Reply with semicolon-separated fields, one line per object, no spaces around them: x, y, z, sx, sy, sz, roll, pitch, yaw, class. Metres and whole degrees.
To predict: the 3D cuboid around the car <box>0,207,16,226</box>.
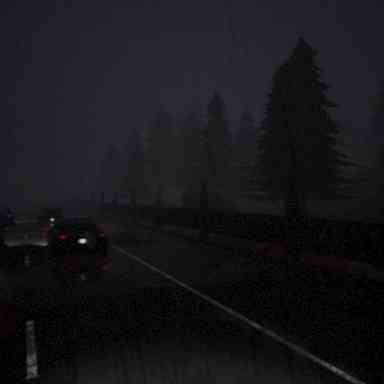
-14.568;1.849;25.319;1.994;1.385;4.181;0;-1;-26;car

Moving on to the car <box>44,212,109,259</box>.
-4.741;1.721;13.563;1.994;1.385;4.181;0;-1;-26;car

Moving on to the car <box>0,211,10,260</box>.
-8.029;1.664;12.325;1.812;1.442;4.674;0;-1;-26;car

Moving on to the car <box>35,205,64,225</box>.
-11.470;1.814;26.948;1.837;1.490;4.892;0;0;-26;car
